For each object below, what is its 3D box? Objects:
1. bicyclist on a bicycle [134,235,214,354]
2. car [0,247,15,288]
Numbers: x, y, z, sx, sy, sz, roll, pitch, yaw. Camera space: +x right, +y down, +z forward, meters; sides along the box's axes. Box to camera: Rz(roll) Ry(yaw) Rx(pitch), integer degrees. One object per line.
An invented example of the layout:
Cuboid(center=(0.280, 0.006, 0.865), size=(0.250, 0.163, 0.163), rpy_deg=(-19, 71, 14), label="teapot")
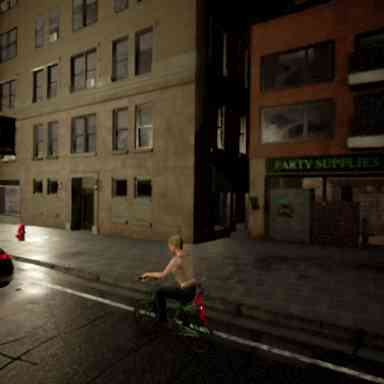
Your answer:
Cuboid(center=(-0.311, 1.432, 4.891), size=(1.509, 1.612, 0.866), rpy_deg=(1, 0, 35), label="bicyclist on a bicycle")
Cuboid(center=(-6.090, 1.550, 7.962), size=(4.181, 1.385, 1.994), rpy_deg=(0, 0, 36), label="car")
